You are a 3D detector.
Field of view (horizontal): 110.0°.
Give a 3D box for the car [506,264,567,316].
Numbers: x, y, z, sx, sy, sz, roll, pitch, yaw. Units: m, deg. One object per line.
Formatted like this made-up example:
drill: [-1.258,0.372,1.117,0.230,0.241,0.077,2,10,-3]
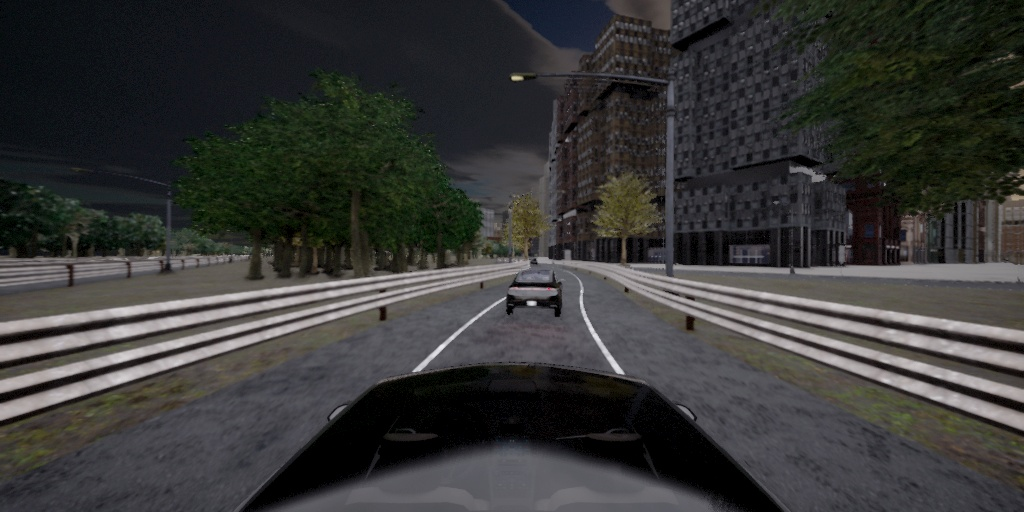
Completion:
car: [0.972,1.246,13.457,2.128,1.511,4.902,0,0,9]
